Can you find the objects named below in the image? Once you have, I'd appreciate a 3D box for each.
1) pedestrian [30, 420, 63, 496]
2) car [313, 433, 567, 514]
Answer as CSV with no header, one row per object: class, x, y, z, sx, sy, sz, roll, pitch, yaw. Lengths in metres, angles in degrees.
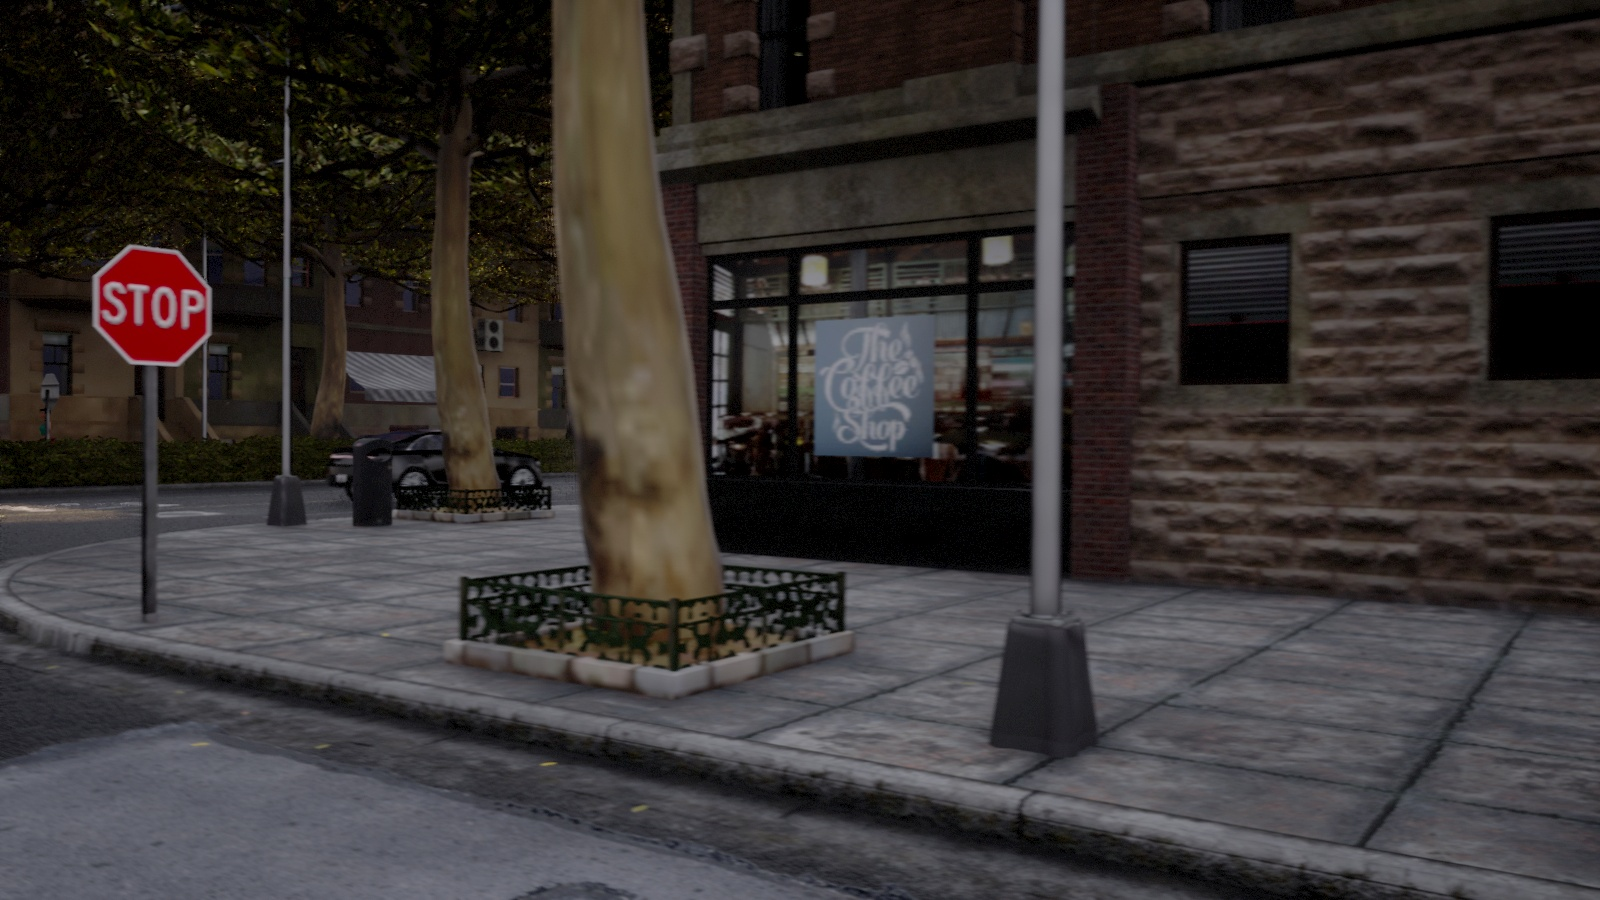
pedestrian,-18.529,0.189,30.888,0.345,1.836,0.594,0,1,36
car,-7.469,0.428,26.545,2.128,1.511,4.902,0,1,34
